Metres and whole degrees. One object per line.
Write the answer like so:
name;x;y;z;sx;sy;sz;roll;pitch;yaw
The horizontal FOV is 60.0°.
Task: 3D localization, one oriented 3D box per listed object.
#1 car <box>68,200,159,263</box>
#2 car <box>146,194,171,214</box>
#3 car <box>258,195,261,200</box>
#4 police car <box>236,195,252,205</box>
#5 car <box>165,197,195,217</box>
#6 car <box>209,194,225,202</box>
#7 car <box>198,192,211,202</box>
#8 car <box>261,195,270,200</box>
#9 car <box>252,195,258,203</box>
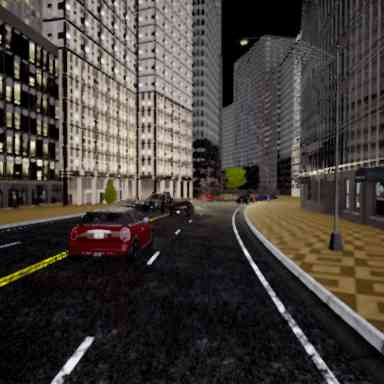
car;-2.708;1.337;12.179;2.097;1.767;4.553;0;0;3
car;-3.616;1.182;36.103;2.150;2.045;5.566;0;0;9
car;13.613;1.508;74.153;1.882;1.535;5.008;1;0;19
police car;9.045;1.437;59.348;1.930;1.638;5.238;0;0;15
car;-0.867;1.480;31.120;1.837;1.490;4.892;0;0;8
car;6.038;1.529;75.102;1.895;1.301;4.718;0;0;19
car;3.105;1.128;76.562;2.150;2.045;5.566;0;0;19
car;19.381;1.483;91.697;1.882;1.535;5.008;1;0;22
car;11.770;1.528;68.597;1.837;1.490;4.892;0;0;18
